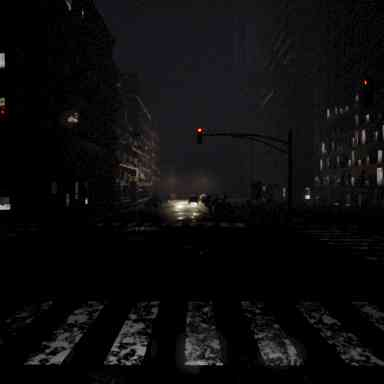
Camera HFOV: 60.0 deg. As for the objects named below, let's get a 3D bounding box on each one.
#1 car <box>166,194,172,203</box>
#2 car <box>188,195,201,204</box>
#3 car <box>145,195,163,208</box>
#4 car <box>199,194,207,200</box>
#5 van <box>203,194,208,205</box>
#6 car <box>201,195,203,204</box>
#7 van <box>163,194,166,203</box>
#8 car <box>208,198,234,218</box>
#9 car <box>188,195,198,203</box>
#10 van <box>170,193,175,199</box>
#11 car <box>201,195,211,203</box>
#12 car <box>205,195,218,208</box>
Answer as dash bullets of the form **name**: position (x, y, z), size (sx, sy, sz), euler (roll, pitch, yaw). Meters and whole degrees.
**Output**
- **car**: position (-5.516, 1.470, 63.847), size (1.887, 1.381, 4.507), euler (-1, 0, 0)
- **car**: position (0.277, 1.435, 60.898), size (1.837, 1.490, 4.892), euler (0, 0, 0)
- **car**: position (-5.566, 1.520, 46.910), size (1.947, 1.339, 4.313), euler (-1, 0, 0)
- **car**: position (2.933, 1.313, 86.439), size (1.967, 1.590, 4.097), euler (-1, 0, 0)
- **van**: position (2.779, 1.295, 46.918), size (1.690, 1.788, 3.998), euler (-1, 0, 0)
- **car**: position (2.798, 1.490, 52.564), size (1.887, 1.381, 4.507), euler (-1, 0, 0)
- **van**: position (-5.553, 1.286, 52.555), size (1.690, 1.788, 3.998), euler (-1, 0, 0)
- **car**: position (2.732, 1.522, 29.981), size (1.887, 1.381, 4.507), euler (-1, 0, 0)
- **car**: position (0.232, 1.426, 71.100), size (2.128, 1.511, 4.902), euler (0, 0, 0)
- **van**: position (-5.486, 1.242, 75.141), size (1.690, 1.788, 3.998), euler (-1, 0, 0)
- **car**: position (2.853, 1.353, 69.501), size (1.967, 1.590, 4.097), euler (-1, 0, 0)
- **car**: position (2.747, 1.410, 35.626), size (1.967, 1.590, 4.097), euler (-1, 0, 0)
